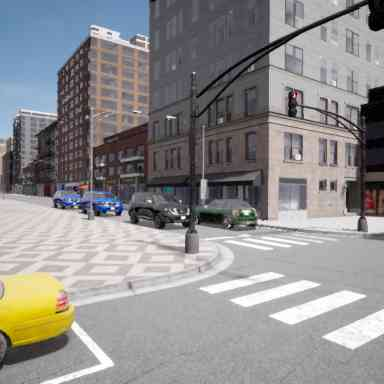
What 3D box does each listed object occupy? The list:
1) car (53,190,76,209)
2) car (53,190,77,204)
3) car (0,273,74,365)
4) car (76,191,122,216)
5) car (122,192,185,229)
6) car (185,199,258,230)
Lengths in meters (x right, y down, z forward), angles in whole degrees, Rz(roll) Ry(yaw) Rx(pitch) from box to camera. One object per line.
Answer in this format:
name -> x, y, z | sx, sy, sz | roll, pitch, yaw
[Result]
car -> -14.209, 0.862, 37.973 | 2.150, 2.045, 5.566 | 1, 0, -35
car -> -19.481, 0.769, 50.940 | 2.150, 2.045, 5.566 | 1, 0, -35
car -> -3.979, 1.525, 3.914 | 4.829, 1.417, 1.752 | 0, 1, -36
car -> -8.013, 0.960, 29.188 | 2.150, 2.045, 5.566 | 1, 0, -35
car -> -2.070, 1.053, 20.778 | 2.150, 2.045, 5.566 | 1, 0, -35
car -> 1.876, 1.237, 20.691 | 2.097, 1.767, 4.553 | 1, 0, -36
